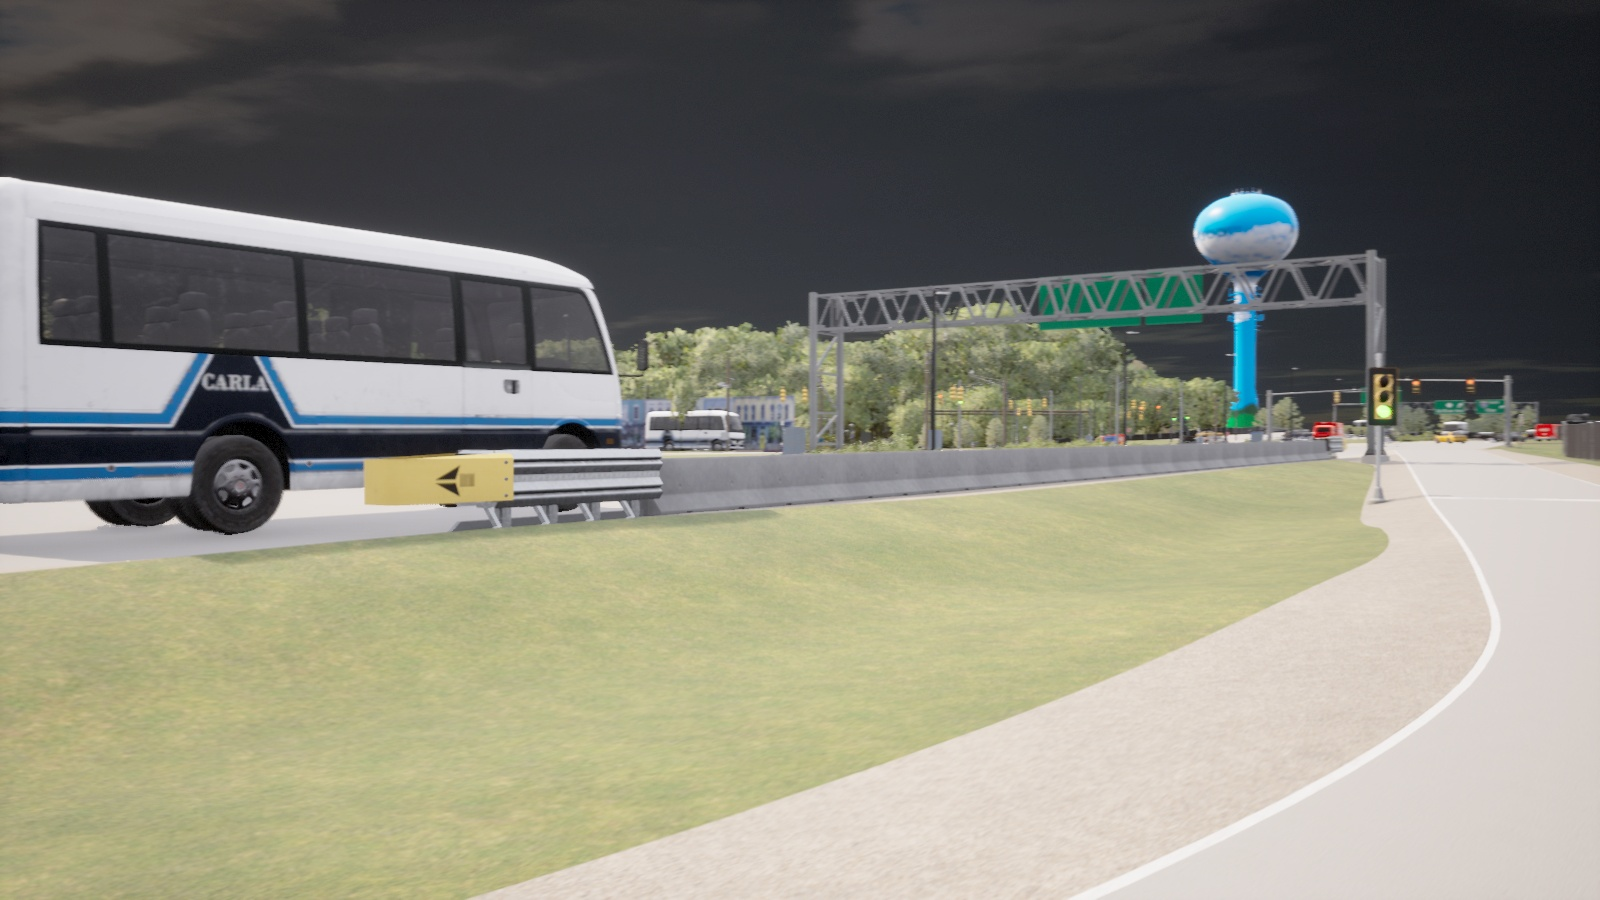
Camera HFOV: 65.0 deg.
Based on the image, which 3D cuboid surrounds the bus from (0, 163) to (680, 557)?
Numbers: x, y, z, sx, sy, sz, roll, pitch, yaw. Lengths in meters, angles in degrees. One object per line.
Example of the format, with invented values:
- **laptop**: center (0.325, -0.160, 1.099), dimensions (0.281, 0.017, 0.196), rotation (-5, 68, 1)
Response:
- **bus**: center (-6.710, -1.045, 18.913), dimensions (3.944, 4.253, 10.273), rotation (0, 1, 36)
